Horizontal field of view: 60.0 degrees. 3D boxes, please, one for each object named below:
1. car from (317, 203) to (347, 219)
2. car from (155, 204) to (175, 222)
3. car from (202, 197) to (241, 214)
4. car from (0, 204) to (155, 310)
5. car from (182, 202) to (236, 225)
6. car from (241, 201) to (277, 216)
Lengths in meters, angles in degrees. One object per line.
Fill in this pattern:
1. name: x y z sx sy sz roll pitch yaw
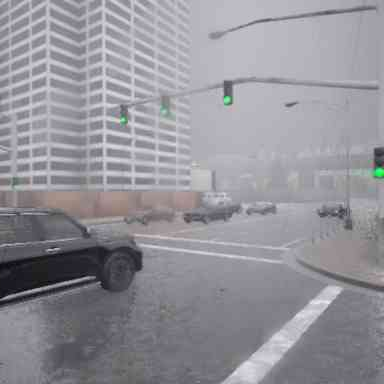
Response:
1. car: 12.775 1.661 29.801 1.895 1.301 4.718 -1 0 35
2. car: -3.154 1.678 25.550 1.812 1.442 4.674 -1 0 34
3. car: 3.511 1.630 35.033 1.882 1.535 5.008 -1 0 35
4. car: -3.489 1.291 6.702 2.150 2.045 5.566 -1 0 35
5. car: 1.244 1.723 25.752 1.895 1.301 4.718 -1 0 35
6. car: 7.221 1.647 34.209 1.812 1.442 4.674 -1 0 35
